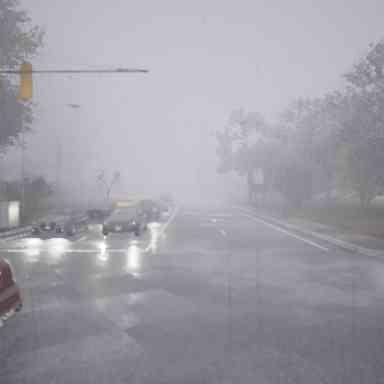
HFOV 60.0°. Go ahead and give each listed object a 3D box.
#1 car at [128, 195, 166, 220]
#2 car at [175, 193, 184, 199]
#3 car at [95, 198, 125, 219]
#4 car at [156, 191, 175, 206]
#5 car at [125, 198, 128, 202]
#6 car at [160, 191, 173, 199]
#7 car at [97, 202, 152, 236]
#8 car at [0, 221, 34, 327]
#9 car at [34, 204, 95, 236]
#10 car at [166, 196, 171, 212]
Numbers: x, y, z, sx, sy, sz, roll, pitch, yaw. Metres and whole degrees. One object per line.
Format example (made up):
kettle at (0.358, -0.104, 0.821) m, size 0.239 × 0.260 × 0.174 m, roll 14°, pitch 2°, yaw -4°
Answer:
car at (-3.607, 1.340, 27.501) m, size 2.097 × 1.767 × 4.553 m, roll 0°, pitch 0°, yaw 0°
car at (-3.845, 0.957, 90.262) m, size 2.097 × 1.767 × 4.553 m, roll 0°, pitch 0°, yaw -18°
car at (-7.104, 1.467, 27.083) m, size 1.882 × 1.535 × 5.008 m, roll 0°, pitch 0°, yaw 0°
car at (-4.207, 1.082, 52.748) m, size 2.150 × 2.045 × 5.566 m, roll 0°, pitch 0°, yaw -4°
car at (-7.195, 1.433, 37.684) m, size 1.882 × 1.535 × 5.008 m, roll 0°, pitch 0°, yaw -1°
car at (-6.902, 0.837, 88.321) m, size 2.150 × 2.045 × 5.566 m, roll 0°, pitch 0°, yaw -18°
car at (-3.593, 1.524, 18.521) m, size 1.812 × 1.442 × 4.674 m, roll 0°, pitch 0°, yaw 0°
car at (-4.980, 1.351, 4.569) m, size 4.553 × 1.767 × 2.097 m, roll 0°, pitch 0°, yaw -3°
car at (-7.094, 1.562, 18.339) m, size 1.994 × 1.385 × 4.181 m, roll 0°, pitch 0°, yaw 0°
car at (-3.690, 1.481, 37.762) m, size 1.812 × 1.442 × 4.674 m, roll 0°, pitch 0°, yaw -1°
